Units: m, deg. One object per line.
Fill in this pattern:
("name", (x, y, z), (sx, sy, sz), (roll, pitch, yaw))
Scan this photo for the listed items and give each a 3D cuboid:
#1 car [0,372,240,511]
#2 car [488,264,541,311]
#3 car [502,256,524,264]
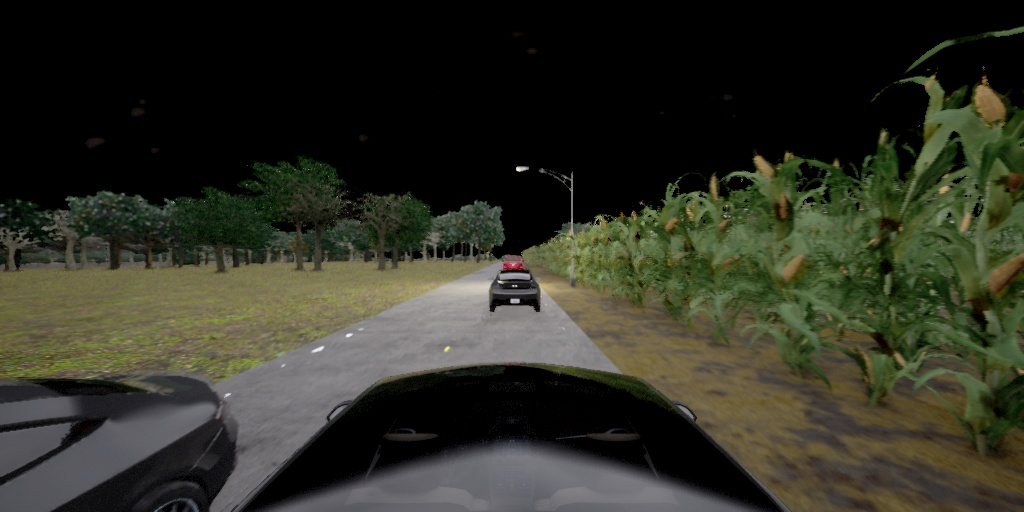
("car", (-2.850, 1.275, 0.702), (1.812, 1.442, 4.674), (0, 0, 0))
("car", (0.104, 1.261, 14.429), (1.837, 1.490, 4.892), (0, 0, 0))
("car", (0.106, 0.996, 38.359), (2.150, 2.045, 5.566), (0, 0, 0))
